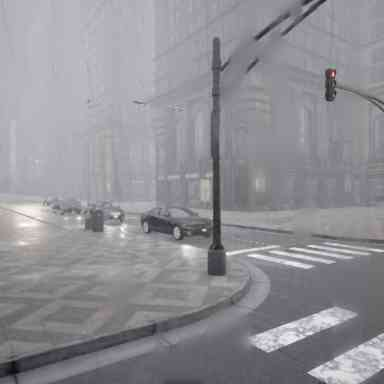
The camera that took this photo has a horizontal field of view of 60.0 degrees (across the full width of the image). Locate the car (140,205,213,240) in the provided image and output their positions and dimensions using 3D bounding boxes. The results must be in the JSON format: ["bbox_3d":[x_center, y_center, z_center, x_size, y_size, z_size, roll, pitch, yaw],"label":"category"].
[{"bbox_3d":[-0.894,1.470,17.211,1.882,1.535,5.008,0,0,-36],"label":"car"}]

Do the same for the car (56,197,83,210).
[{"bbox_3d":[-16.342,1.489,44.301,2.033,1.411,5.357,0,0,-35],"label":"car"}]

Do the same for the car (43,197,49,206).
[{"bbox_3d":[-21.983,1.446,52.116,1.812,1.442,4.674,0,0,-35],"label":"car"}]

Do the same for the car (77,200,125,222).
[{"bbox_3d":[-6.807,1.480,25.499,2.128,1.511,4.902,0,0,-36],"label":"car"}]

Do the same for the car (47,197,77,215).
[{"bbox_3d":[-12.954,1.518,34.131,2.033,1.411,5.357,0,0,-35],"label":"car"}]
